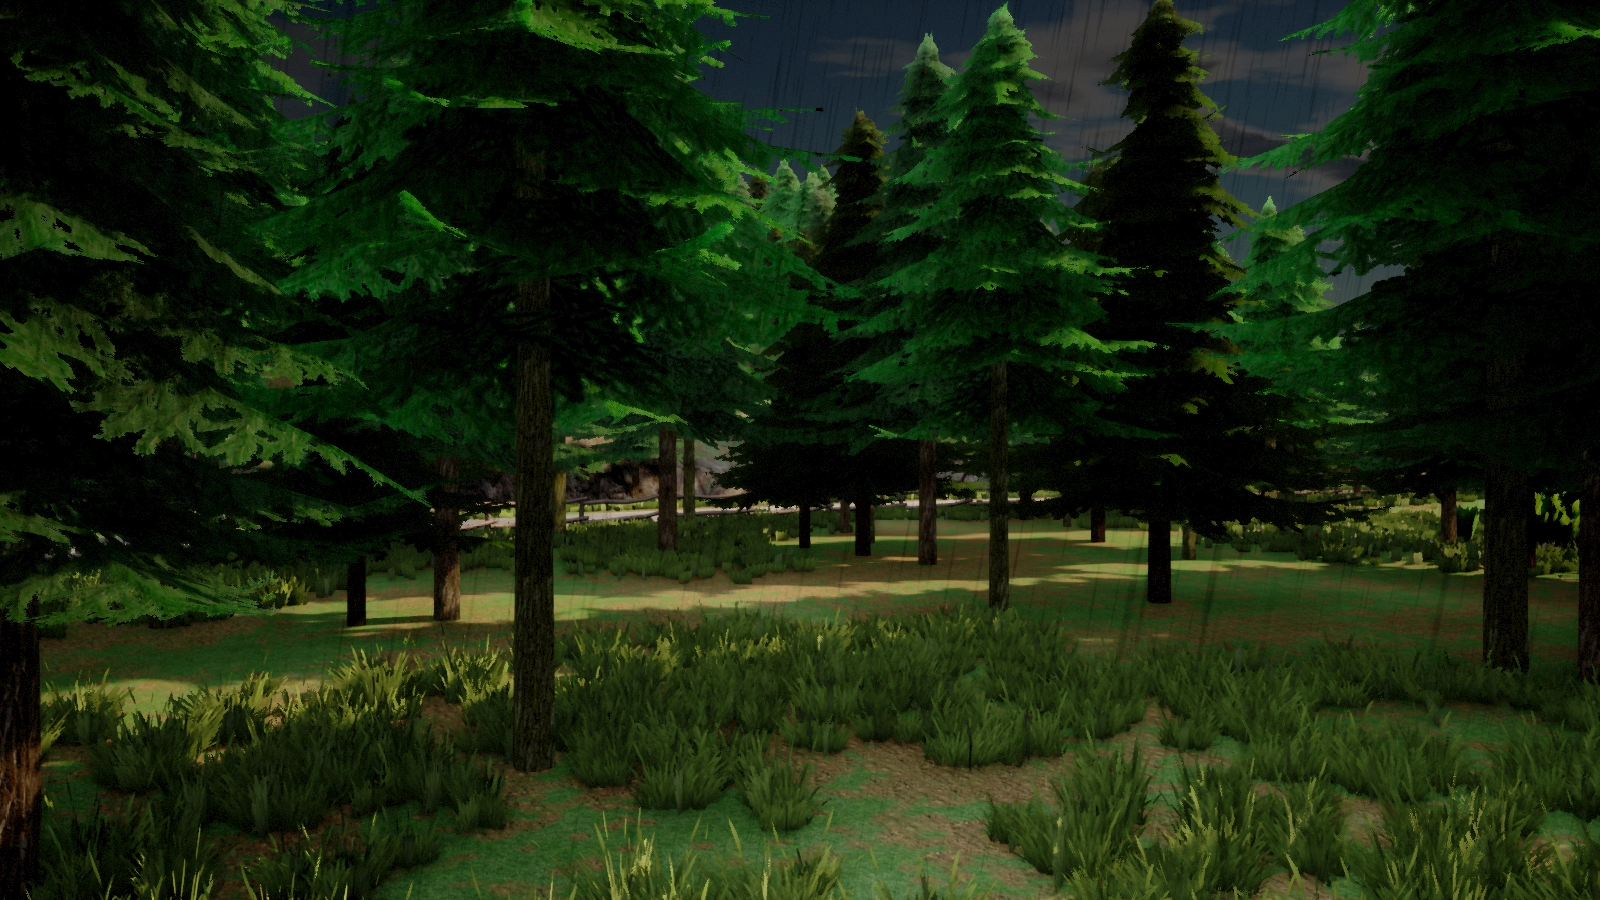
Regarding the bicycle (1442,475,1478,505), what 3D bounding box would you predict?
[{"bbox_3d":[34.174,2.061,59.192,0.329,1.471,1.835,0,0,-20],"label":"bicycle"}]
